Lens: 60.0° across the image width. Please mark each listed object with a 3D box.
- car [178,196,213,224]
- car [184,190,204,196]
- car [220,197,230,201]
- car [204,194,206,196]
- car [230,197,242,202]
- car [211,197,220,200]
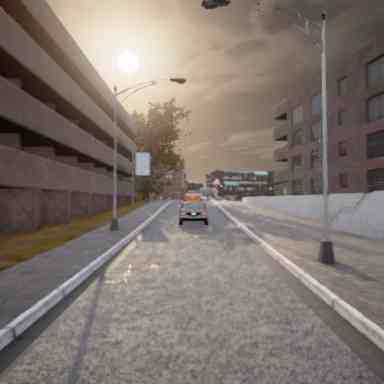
[{"bbox_3d":[0.093,1.239,21.665,2.033,1.411,5.357,0,2,0],"label":"car"},{"bbox_3d":[0.105,0.532,40.650,2.097,1.767,4.553,0,1,1],"label":"car"},{"bbox_3d":[7.800,2.259,94.157,2.185,1.767,4.553,6,-4,-31],"label":"car"},{"bbox_3d":[1.948,1.717,93.066,2.435,2.045,5.566,1,-3,-30],"label":"car"},{"bbox_3d":[10.797,2.426,94.717,2.435,2.045,5.566,7,-4,-30],"label":"car"},{"bbox_3d":[4.828,2.009,93.657,2.185,1.767,4.553,4,-3,-31],"label":"car"}]
